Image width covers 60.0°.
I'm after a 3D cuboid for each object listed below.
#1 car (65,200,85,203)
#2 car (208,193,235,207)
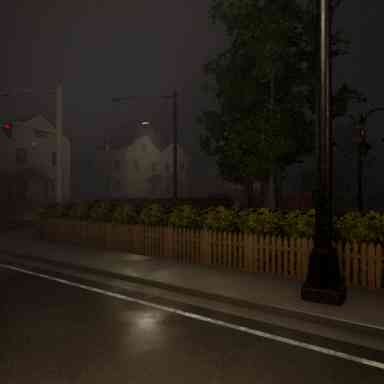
[{"bbox_3d":[-11.657,1.525,32.331,1.812,1.442,4.674,0,0,35],"label":"car"},{"bbox_3d":[4.287,1.221,48.813,2.150,2.045,5.566,0,0,35],"label":"car"}]
